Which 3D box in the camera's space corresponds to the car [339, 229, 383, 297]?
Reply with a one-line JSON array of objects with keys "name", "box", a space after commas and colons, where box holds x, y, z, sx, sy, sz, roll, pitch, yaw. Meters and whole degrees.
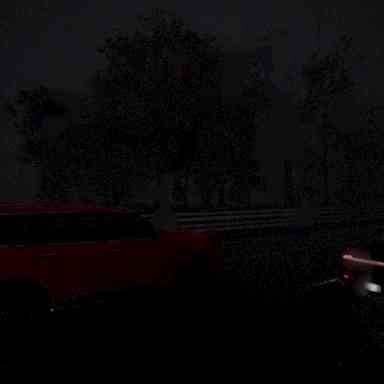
[{"name": "car", "box": [5.265, 1.517, 7.407, 4.902, 1.511, 2.128, 0, 0, -35]}]

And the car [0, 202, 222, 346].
[{"name": "car", "box": [-1.982, 1.226, 6.609, 5.566, 2.045, 2.150, 0, 0, -35]}]
